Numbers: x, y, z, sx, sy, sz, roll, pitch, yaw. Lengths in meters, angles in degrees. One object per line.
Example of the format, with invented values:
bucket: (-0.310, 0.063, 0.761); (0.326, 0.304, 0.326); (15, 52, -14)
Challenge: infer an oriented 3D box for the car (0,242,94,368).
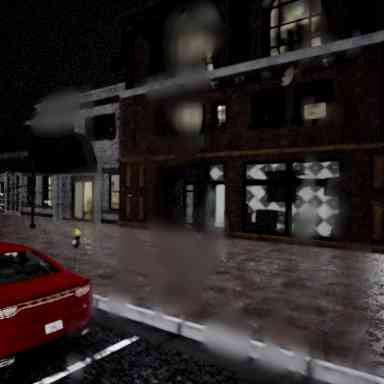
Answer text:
car: (-3.502, 1.496, 5.370); (4.507, 1.381, 1.887); (1, 1, 36)
